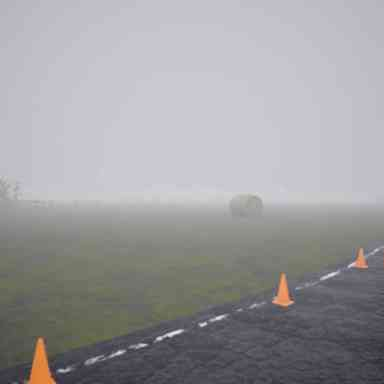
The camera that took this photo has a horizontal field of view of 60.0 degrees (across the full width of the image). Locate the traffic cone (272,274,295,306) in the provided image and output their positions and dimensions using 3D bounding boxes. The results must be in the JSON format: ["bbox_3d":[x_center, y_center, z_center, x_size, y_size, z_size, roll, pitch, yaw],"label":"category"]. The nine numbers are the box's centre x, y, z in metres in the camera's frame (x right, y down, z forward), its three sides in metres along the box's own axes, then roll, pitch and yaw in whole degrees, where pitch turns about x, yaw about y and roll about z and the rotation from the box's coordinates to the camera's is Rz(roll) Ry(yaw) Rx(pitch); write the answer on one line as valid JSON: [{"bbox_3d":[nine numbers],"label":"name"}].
[{"bbox_3d":[1.903,2.001,6.908,0.340,0.580,0.340,0,-1,-43],"label":"traffic cone"}]

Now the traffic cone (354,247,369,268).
[{"bbox_3d":[5.250,2.013,10.304,0.340,0.580,0.340,0,-1,42],"label":"traffic cone"}]

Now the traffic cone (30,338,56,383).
[{"bbox_3d":[-1.745,1.991,3.838,0.340,0.580,0.340,0,-1,-37],"label":"traffic cone"}]
